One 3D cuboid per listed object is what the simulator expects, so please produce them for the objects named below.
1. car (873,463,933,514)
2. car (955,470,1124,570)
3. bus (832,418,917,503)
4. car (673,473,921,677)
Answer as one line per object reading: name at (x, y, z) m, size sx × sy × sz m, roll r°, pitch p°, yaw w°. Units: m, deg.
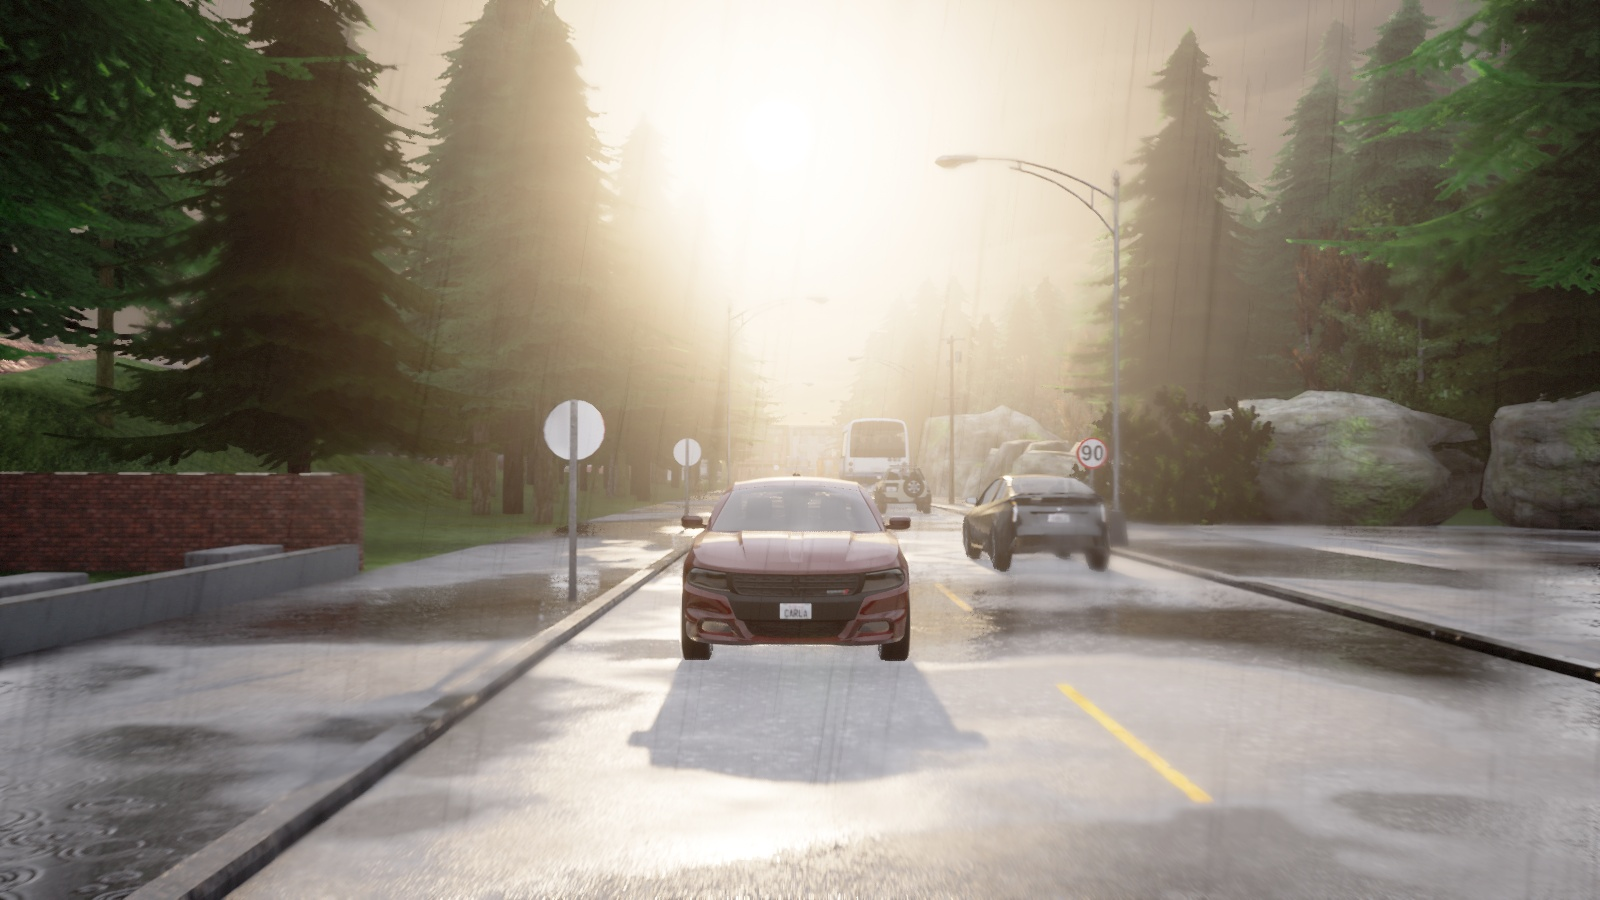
car at (3.894, 1.421, 48.087) m, size 1.932 × 1.855 × 4.605 m, roll 0°, pitch -1°, yaw 1°
car at (3.946, 1.105, 21.477) m, size 2.007 × 1.525 × 4.514 m, roll 0°, pitch -1°, yaw 0°
bus at (3.867, 0.564, 68.209) m, size 3.944 × 4.253 × 10.273 m, roll 0°, pitch -1°, yaw 0°
car at (-0.030, 0.994, 12.030) m, size 1.882 × 1.535 × 5.008 m, roll 0°, pitch -1°, yaw 0°
